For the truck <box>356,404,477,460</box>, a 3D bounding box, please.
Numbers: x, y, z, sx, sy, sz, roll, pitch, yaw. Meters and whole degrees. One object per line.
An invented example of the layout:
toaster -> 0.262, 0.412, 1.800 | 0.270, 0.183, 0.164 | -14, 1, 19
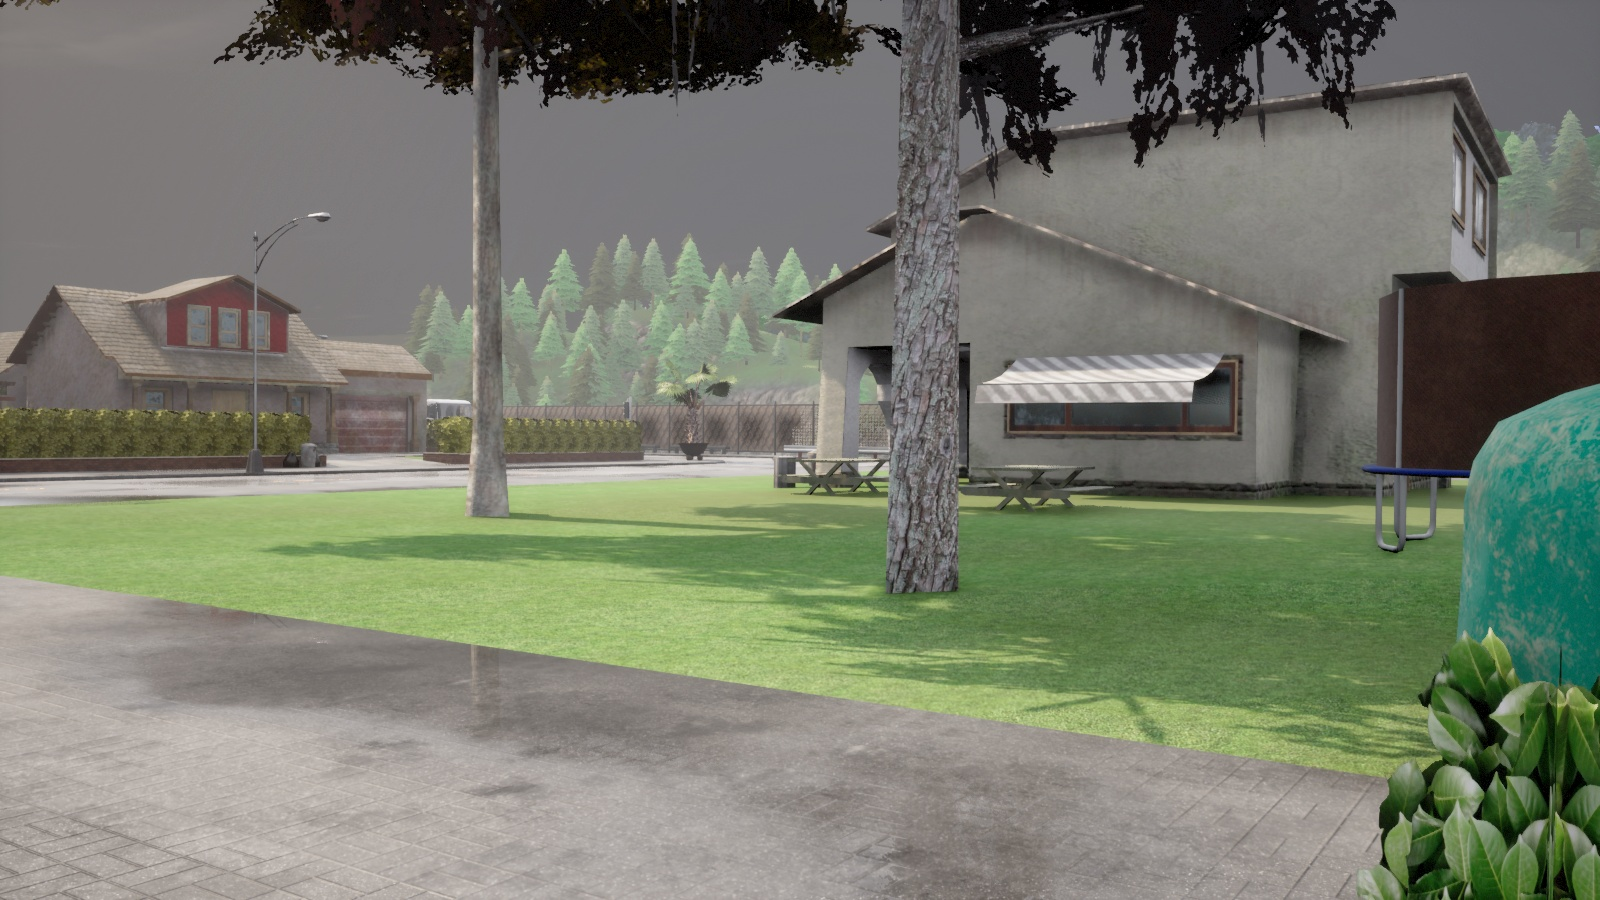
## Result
truck -> -24.410, -1.120, 79.860 | 7.936, 3.462, 2.891 | 0, 1, 33
